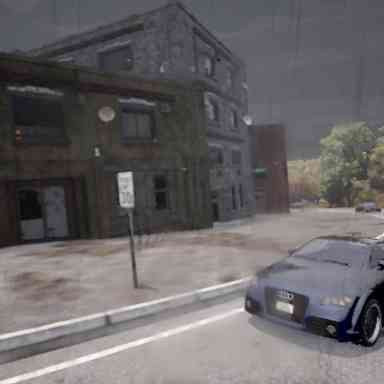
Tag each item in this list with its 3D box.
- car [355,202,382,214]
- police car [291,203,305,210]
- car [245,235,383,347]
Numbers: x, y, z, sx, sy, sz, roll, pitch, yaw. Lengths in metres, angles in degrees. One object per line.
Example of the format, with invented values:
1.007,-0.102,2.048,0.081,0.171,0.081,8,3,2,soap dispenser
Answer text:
23.707,2.124,44.987,2.033,1.411,5.357,-4,-3,8,car
25.899,3.427,81.871,1.930,1.638,5.238,-5,-2,-5,police car
2.918,1.567,6.385,4.181,1.385,1.994,0,0,-41,car
